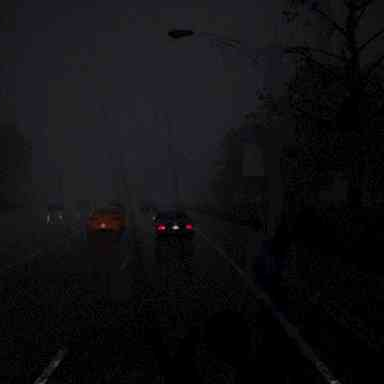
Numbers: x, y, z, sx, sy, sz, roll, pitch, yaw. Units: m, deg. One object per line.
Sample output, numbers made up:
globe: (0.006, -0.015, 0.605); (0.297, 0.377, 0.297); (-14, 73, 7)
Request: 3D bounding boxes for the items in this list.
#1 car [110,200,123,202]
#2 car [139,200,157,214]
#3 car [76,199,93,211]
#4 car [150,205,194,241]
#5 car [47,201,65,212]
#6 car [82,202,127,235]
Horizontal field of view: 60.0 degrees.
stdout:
car: (-8.608, 1.715, 37.895); (1.837, 1.490, 4.892); (0, 0, -15)
car: (-4.985, 1.699, 37.857); (2.128, 1.511, 4.902); (0, 0, -15)
car: (-14.539, 1.754, 44.918); (1.837, 1.490, 4.892); (0, -1, -18)
car: (-1.027, 1.640, 17.223); (2.033, 1.411, 5.357); (0, 0, -7)
car: (-17.699, 1.842, 43.398); (1.895, 1.301, 4.718); (0, 0, -18)
car: (-4.915, 1.589, 19.650); (1.882, 1.535, 5.008); (0, 0, -7)
